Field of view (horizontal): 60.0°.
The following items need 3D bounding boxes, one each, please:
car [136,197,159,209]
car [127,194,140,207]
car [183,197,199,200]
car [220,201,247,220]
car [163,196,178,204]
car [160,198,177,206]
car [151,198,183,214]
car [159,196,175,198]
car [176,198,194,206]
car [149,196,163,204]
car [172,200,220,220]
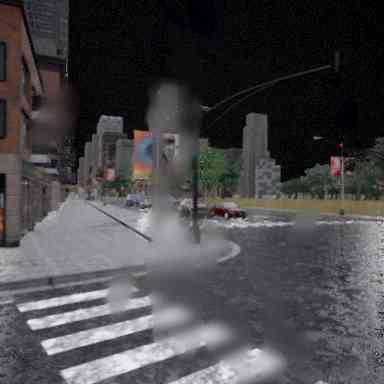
[{"bbox_3d":[-6.350,1.742,47.768,1.994,1.385,4.181,1,0,-20],"label":"car"},{"bbox_3d":[-9.952,1.420,57.773,2.150,2.045,5.566,1,0,-20],"label":"car"},{"bbox_3d":[0.174,1.539,39.363,2.097,1.767,4.553,1,0,-20],"label":"car"},{"bbox_3d":[3.301,1.649,30.863,1.882,1.535,5.008,1,0,-21],"label":"car"},{"bbox_3d":[-4.724,1.685,72.049,1.882,1.535,5.008,1,0,-20],"label":"car"},{"bbox_3d":[-4.364,1.782,61.575,1.812,1.442,4.674,1,0,-20],"label":"car"},{"bbox_3d":[-2.936,1.724,38.392,1.994,1.385,4.181,1,0,-20],"label":"car"},{"bbox_3d":[-3.111,1.751,48.370,2.033,1.411,5.357,1,0,-20],"label":"car"},{"bbox_3d":[-1.322,1.884,62.716,1.895,1.301,4.718,1,0,-20],"label":"car"},{"bbox_3d":[-7.777,1.680,70.935,1.837,1.490,4.892,1,0,-20],"label":"car"},{"bbox_3d":[0.224,1.691,29.738,2.033,1.411,5.357,1,0,-20],"label":"car"}]
